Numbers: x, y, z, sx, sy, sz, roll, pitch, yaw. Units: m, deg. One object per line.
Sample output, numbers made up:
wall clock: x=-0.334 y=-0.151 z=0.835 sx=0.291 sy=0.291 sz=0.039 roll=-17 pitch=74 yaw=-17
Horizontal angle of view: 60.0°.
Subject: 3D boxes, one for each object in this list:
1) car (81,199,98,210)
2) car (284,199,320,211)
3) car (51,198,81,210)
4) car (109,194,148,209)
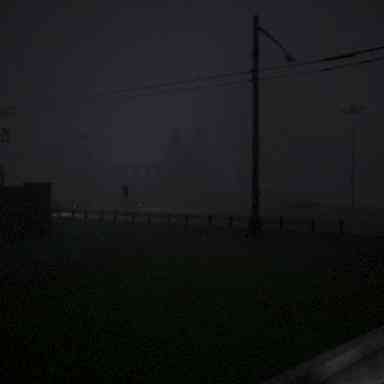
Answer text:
car: x=-13.772 y=1.548 z=40.762 sx=4.892 sy=1.490 sz=1.837 roll=0 pitch=0 yaw=29
car: x=14.349 y=1.654 z=43.288 sx=4.674 sy=1.442 sz=1.812 roll=0 pitch=0 yaw=-11
car: x=-15.232 y=1.558 z=37.569 sx=4.674 sy=1.442 sz=1.812 roll=0 pitch=0 yaw=29
car: x=-8.926 y=1.290 z=46.464 sx=5.566 sy=2.045 sz=2.150 roll=0 pitch=0 yaw=25
